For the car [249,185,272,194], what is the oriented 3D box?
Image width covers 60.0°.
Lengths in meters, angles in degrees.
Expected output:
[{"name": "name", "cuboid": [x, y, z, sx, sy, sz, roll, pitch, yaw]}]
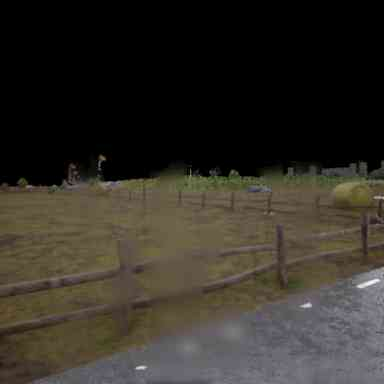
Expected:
[{"name": "car", "cuboid": [12.546, -0.479, 61.019, 2.128, 1.511, 4.902, 0, 1, -35]}]
